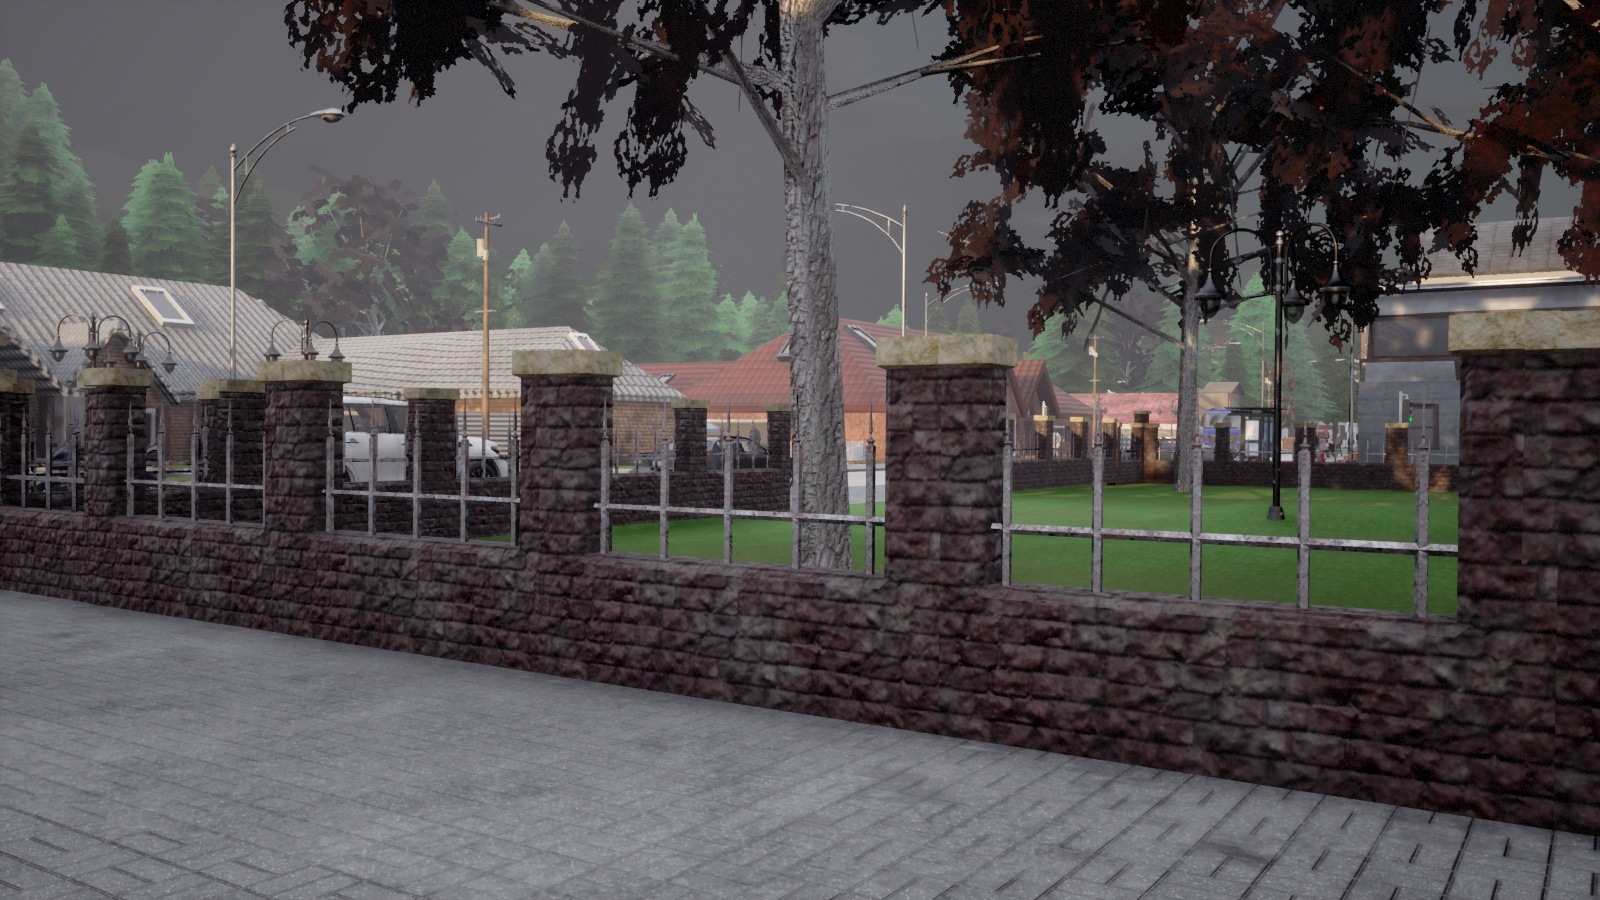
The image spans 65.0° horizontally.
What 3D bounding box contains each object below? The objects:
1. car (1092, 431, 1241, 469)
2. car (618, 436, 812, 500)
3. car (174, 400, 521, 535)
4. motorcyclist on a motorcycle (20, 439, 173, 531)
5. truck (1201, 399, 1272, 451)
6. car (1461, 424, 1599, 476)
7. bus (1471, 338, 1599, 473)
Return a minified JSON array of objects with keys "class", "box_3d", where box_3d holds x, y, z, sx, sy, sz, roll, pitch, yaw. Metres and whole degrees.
[{"class":"car","box_3d":[14.404,-0.028,49.570,2.033,1.411,5.357,-1,1,-44]},{"class":"car","box_3d":[-1.944,0.375,30.879,2.033,1.411,5.357,0,1,31]},{"class":"car","box_3d":[-7.683,0.219,22.017,2.150,2.045,5.566,0,1,32]},{"class":"motorcyclist on a motorcycle","box_3d":[-12.446,0.575,22.290,0.866,1.530,2.191,0,1,33]},{"class":"truck","box_3d":[30.727,-1.733,88.221,2.891,3.462,7.936,0,1,33]},{"class":"car","box_3d":[23.066,-0.023,38.337,5.008,1.535,1.882,0,1,30]},{"class":"bus","box_3d":[27.546,-1.445,40.309,10.273,4.253,3.944,0,1,34]}]
